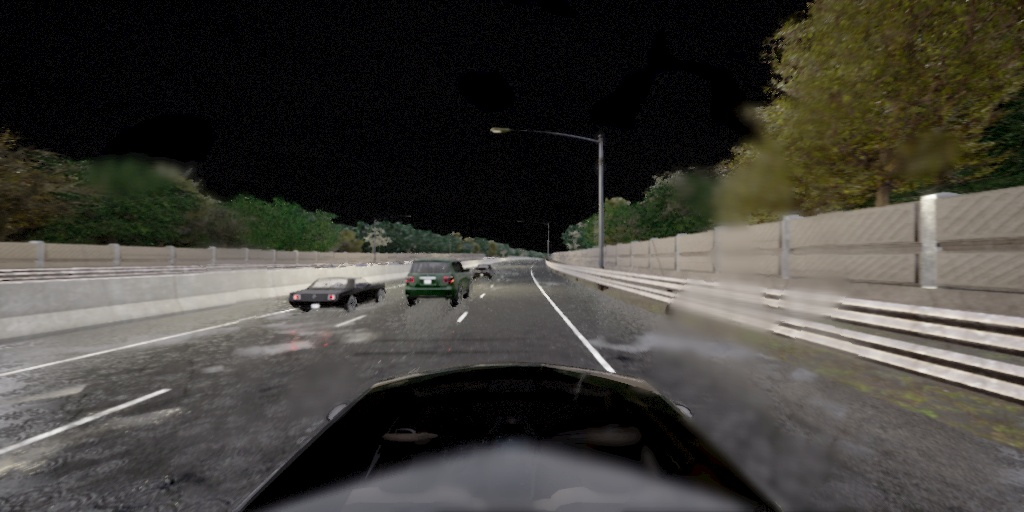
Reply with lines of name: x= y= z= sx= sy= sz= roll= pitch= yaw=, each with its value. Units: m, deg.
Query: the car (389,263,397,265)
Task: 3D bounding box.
car: x=-16.542 y=1.715 z=51.026 sx=1.837 sy=1.490 sz=4.892 roll=0 pitch=0 yaw=3

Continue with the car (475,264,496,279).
car: x=-2.863 y=1.599 z=37.132 sx=1.837 sy=1.490 sz=4.892 roll=0 pitch=0 yaw=2

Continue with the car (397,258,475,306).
car: x=-3.297 y=1.130 z=16.848 sx=2.150 sy=2.045 sz=5.566 roll=0 pitch=0 yaw=1

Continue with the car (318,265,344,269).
car: x=-23.698 y=1.784 z=47.538 sx=1.895 sy=1.301 sz=4.718 roll=0 pitch=-1 yaw=2

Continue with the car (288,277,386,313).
car: x=-6.822 y=1.484 z=14.705 sx=1.895 sy=1.301 sz=4.718 roll=0 pitch=-1 yaw=1

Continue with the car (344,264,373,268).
car: x=-20.153 y=1.740 z=48.712 sx=2.033 sy=1.411 sz=5.357 roll=0 pitch=0 yaw=3
